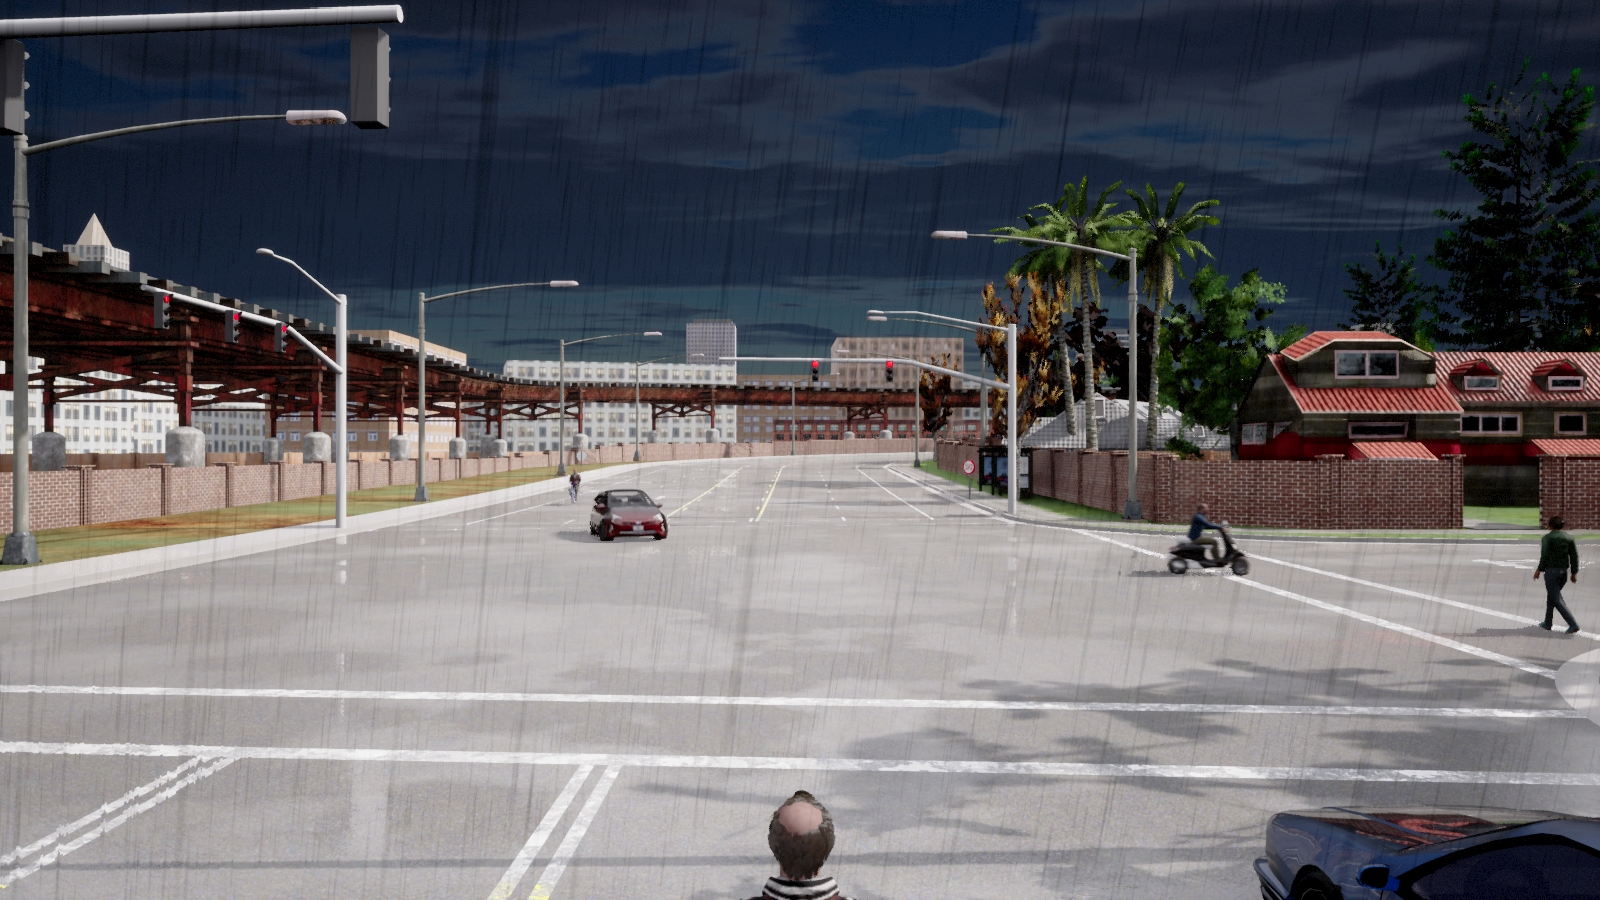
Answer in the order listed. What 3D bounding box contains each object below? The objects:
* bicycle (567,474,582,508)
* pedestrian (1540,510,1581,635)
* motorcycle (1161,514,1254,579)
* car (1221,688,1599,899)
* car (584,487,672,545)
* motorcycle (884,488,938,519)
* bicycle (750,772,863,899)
[{"bbox_3d":[-10.527,1.886,53.333,0.329,1.496,1.835,0,0,0],"label":"bicycle"},{"bbox_3d":[11.534,1.848,17.328,0.375,1.860,0.375,0,0,1],"label":"pedestrian"},{"bbox_3d":[8.978,2.114,25.232,1.805,1.341,0.856,0,-2,10],"label":"motorcycle"},{"bbox_3d":[3.467,2.106,4.038,2.033,1.411,5.357,0,0,1],"label":"car"},{"bbox_3d":[-5.507,2.011,36.036,2.007,1.525,4.514,0,0,-18],"label":"car"},{"bbox_3d":[4.558,2.205,47.027,2.209,1.251,0.867,0,0,5],"label":"motorcycle"},{"bbox_3d":[0.019,2.048,3.681,0.329,1.496,1.835,0,0,0],"label":"bicycle"}]
